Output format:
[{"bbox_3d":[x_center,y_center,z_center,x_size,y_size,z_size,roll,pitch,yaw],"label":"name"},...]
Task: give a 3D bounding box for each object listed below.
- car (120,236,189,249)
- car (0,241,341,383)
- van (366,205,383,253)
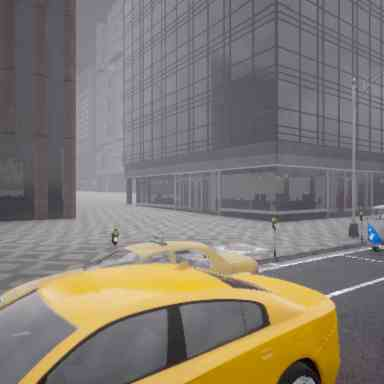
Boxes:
[{"bbox_3d":[-0.849,1.525,6.042,4.829,1.417,1.752,0,0,-35],"label":"car"},{"bbox_3d":[-0.771,1.478,2.829,5.008,1.535,1.882,0,0,-35],"label":"car"},{"bbox_3d":[8.151,1.342,12.446,3.998,1.788,1.690,0,0,-35],"label":"van"}]
